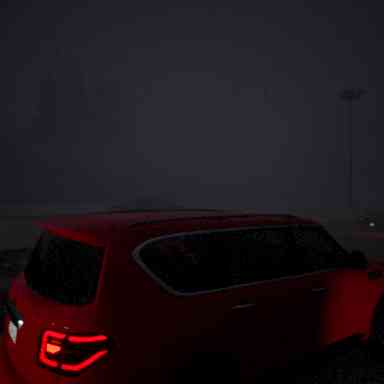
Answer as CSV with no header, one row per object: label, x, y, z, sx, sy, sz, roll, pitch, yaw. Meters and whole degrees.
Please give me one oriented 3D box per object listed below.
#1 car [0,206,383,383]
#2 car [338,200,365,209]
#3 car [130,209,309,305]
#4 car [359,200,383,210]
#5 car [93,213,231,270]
car,0.671,1.257,4.361,5.566,2.045,2.150,1,0,-37
car,26.912,2.095,56.071,4.902,1.511,2.128,1,-1,-38
car,0.880,1.423,8.927,4.553,1.767,2.097,1,-1,-37
car,29.079,2.090,53.328,4.902,1.511,2.128,1,-1,-38
car,-0.933,1.605,11.932,4.674,1.442,1.812,1,0,-37
